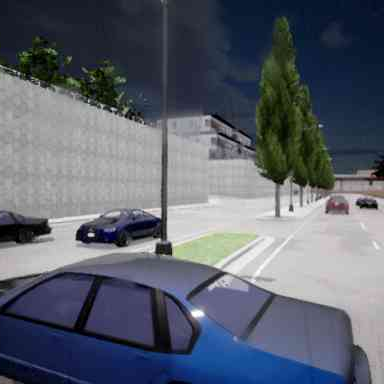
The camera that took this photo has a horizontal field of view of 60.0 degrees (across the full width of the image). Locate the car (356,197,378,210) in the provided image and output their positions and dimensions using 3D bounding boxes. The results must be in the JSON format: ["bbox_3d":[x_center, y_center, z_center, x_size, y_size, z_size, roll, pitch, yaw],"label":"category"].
[{"bbox_3d":[22.190,1.441,41.844,1.994,1.385,4.181,1,0,25],"label":"car"}]

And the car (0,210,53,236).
[{"bbox_3d":[-7.973,1.377,12.397,2.033,1.411,5.357,1,1,31],"label":"car"}]

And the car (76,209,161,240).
[{"bbox_3d":[-2.941,1.425,14.300,1.994,1.385,4.181,1,0,25],"label":"car"}]

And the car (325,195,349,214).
[{"bbox_3d":[14.908,1.222,34.142,2.097,1.767,4.553,1,0,24],"label":"car"}]

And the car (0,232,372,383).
[{"bbox_3d":[-0.858,1.509,4.014,5.357,1.411,2.033,1,1,25],"label":"car"}]

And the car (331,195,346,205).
[{"bbox_3d":[23.746,1.286,53.820,2.128,1.511,4.902,1,0,24],"label":"car"}]
